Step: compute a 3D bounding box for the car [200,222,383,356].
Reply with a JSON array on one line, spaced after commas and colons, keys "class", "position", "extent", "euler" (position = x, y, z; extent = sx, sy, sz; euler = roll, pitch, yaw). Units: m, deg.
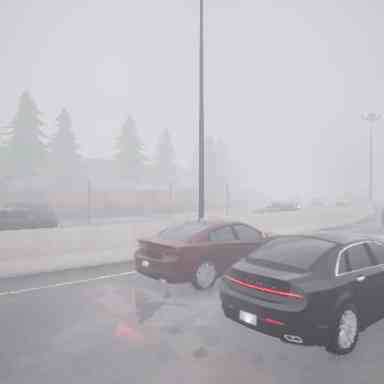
[{"class": "car", "position": [2.642, 1.504, 6.143], "extent": [4.892, 1.490, 1.837], "euler": [0, 0, -39]}]

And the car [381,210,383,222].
[{"class": "car", "position": [14.691, 1.491, 23.337], "extent": [2.128, 1.511, 4.902], "euler": [0, 0, 39]}]

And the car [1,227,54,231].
[{"class": "car", "position": [-8.861, 1.503, 15.051], "extent": [4.892, 1.490, 1.837], "euler": [0, 1, -38]}]

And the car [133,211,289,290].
[{"class": "car", "position": [0.824, 1.477, 9.191], "extent": [5.008, 1.535, 1.882], "euler": [0, 0, -40]}]
